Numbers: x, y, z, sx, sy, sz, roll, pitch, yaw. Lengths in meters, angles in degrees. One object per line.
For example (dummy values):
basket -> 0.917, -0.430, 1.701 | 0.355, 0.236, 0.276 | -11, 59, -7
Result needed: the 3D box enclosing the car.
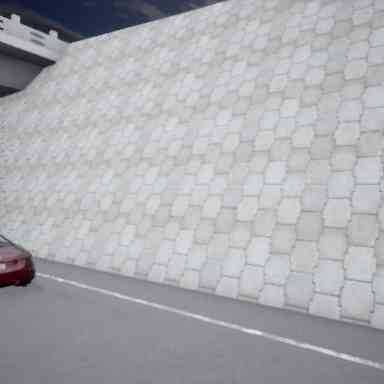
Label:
car -> -5.642, 1.523, 8.017 | 4.181, 1.385, 1.994 | 0, 0, 36
